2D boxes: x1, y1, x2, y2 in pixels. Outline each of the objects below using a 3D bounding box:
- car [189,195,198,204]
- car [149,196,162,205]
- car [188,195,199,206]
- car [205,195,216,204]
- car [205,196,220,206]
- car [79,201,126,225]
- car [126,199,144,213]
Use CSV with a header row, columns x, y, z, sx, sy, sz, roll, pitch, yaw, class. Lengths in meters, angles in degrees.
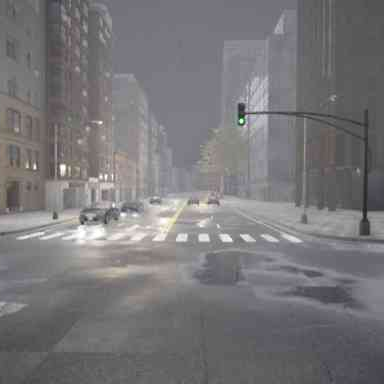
x,y,z,sx,sy,sz,roll,pitch,yaw,class
0.292,1.424,64.319,1.837,1.490,4.892,0,0,0,car
-6.241,1.436,58.037,2.033,1.411,5.357,0,0,0,car
0.246,1.429,53.897,2.128,1.511,4.902,0,0,0,car
3.542,1.419,64.305,1.882,1.535,5.008,0,0,0,car
3.498,1.484,54.299,1.812,1.442,4.674,0,0,0,car
-6.479,1.420,23.712,2.128,1.511,4.902,0,0,1,car
-6.422,1.463,36.373,2.033,1.411,5.357,0,0,0,car
